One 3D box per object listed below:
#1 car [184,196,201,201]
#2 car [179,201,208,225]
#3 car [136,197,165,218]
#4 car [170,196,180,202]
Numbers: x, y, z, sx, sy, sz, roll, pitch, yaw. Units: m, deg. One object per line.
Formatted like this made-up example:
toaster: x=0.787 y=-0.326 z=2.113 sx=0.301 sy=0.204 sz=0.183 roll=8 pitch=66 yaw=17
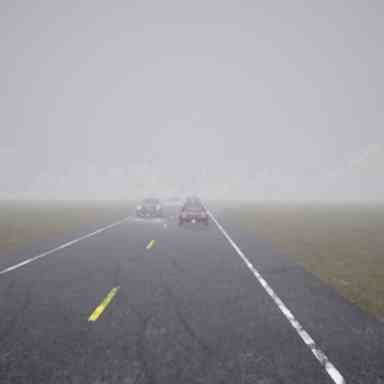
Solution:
car: x=0.116 y=1.242 z=41.941 sx=2.097 sy=1.767 sz=4.553 roll=0 pitch=0 yaw=0
car: x=0.109 y=1.540 z=23.058 sx=1.895 sy=1.301 sz=4.718 roll=0 pitch=0 yaw=0
car: x=-3.584 y=1.275 z=29.420 sx=2.097 sy=1.767 sz=4.553 roll=0 pitch=0 yaw=0
car: x=-3.474 y=1.419 z=67.420 sx=1.895 sy=1.301 sz=4.718 roll=0 pitch=0 yaw=0
